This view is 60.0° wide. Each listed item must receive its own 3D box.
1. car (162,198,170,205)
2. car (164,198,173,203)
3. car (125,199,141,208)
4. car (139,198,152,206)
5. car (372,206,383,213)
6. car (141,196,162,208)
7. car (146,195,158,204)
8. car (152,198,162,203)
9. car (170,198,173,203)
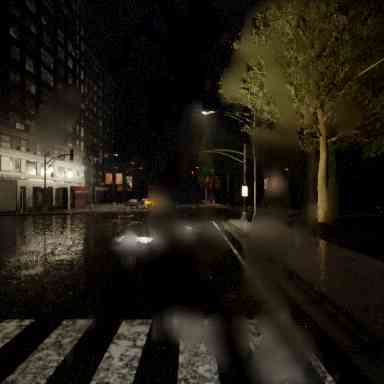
[{"bbox_3d":[-6.332,2.036,69.184,2.033,1.411,5.357,0,-1,0],"label":"car"},{"bbox_3d":[-6.279,2.349,90.897,2.033,1.411,5.357,0,-1,0],"label":"car"},{"bbox_3d":[-9.694,1.881,54.886,1.994,1.385,4.181,0,-1,0],"label":"car"},{"bbox_3d":[-9.583,2.046,68.765,1.994,1.385,4.181,0,-1,0],"label":"car"},{"bbox_3d":[41.790,3.910,74.394,4.892,1.490,1.837,4,-3,-45],"label":"car"},{"bbox_3d":[-6.455,1.779,53.458,1.882,1.535,5.008,0,-1,0],"label":"car"},{"bbox_3d":[-9.557,1.861,79.413,2.150,2.045,5.566,0,-1,0],"label":"car"},{"bbox_3d":[-9.529,2.334,90.905,2.128,1.511,4.902,0,-1,0],"label":"car"},{"bbox_3d":[-6.307,2.159,79.306,1.812,1.442,4.674,0,-1,0],"label":"car"}]
